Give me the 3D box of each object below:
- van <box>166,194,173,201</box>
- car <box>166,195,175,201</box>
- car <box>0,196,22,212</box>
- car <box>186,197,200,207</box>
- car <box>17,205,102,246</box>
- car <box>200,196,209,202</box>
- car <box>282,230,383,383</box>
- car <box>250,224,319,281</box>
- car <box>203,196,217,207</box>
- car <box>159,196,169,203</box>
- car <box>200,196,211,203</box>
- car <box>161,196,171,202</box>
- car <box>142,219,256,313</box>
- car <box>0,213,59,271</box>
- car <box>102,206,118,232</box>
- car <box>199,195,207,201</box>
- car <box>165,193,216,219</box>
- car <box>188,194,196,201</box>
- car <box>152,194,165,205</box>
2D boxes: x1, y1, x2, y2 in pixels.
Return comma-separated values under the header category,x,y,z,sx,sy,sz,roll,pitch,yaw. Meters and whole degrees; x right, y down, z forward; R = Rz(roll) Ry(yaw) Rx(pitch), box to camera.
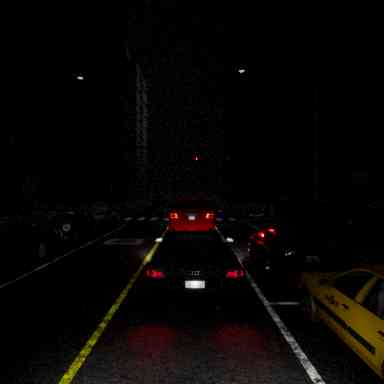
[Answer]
category,x,y,z,sx,sy,sz,roll,pitch,yaw
van,-5.778,1.372,85.128,1.690,1.788,3.998,0,0,0
car,-5.778,1.585,90.566,2.008,1.369,4.403,0,0,0
car,-17.924,1.171,31.989,4.902,1.511,2.128,1,0,0
car,0.132,1.560,53.552,2.033,1.411,5.357,0,0,0
car,-5.766,1.441,15.075,1.967,1.590,4.097,0,0,0
car,2.750,1.568,74.254,1.887,1.381,4.507,0,0,0
car,2.761,1.525,4.335,1.752,1.417,4.829,0,0,0
car,2.760,1.566,9.622,1.947,1.339,4.313,0,0,0
car,2.753,1.452,52.504,1.967,1.590,4.097,0,0,0
car,-5.775,1.602,68.815,1.802,1.307,4.206,0,0,0
car,2.751,1.571,68.816,2.008,1.369,4.403,0,0,0
car,-5.776,1.548,74.083,1.752,1.417,4.829,0,0,0
car,0.058,1.564,7.749,1.994,1.385,4.181,0,0,0
car,-5.765,1.545,9.618,1.887,1.381,4.507,0,0,0
car,-5.767,1.527,20.362,1.752,1.417,4.829,0,0,0
car,2.748,1.556,85.299,1.752,1.417,4.829,0,0,0
car,0.000,1.223,17.169,2.150,2.045,5.566,0,0,0
car,-0.015,1.389,89.001,2.097,1.767,4.553,0,0,0
car,-5.773,1.329,57.940,2.192,1.841,5.009,0,0,0
